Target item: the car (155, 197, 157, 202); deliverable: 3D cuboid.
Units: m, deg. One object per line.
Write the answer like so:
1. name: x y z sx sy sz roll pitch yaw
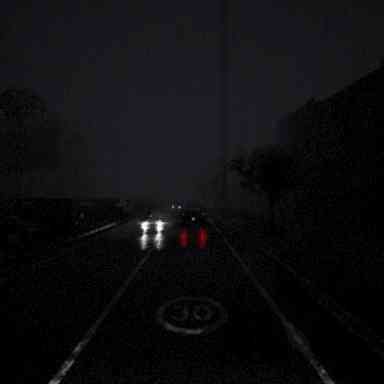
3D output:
1. car: -8.867 2.108 56.743 4.792 1.488 2.163 0 -1 0

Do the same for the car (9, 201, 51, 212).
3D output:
1. car: -21.956 1.951 45.184 4.674 1.452 2.002 0 -1 0

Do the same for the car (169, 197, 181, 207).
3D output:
1. car: -3.257 2.347 71.027 2.033 1.411 5.357 0 -1 0

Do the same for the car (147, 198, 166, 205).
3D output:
1. car: -8.967 2.368 84.775 4.553 1.767 2.185 0 -1 0

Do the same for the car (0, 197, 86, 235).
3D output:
1. car: -8.875 1.329 17.507 5.566 2.045 2.435 0 -1 0

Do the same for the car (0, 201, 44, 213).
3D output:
1. car: -21.950 1.875 42.524 5.008 1.535 2.097 0 -1 0

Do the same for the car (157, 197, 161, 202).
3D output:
1. car: -8.898 2.161 62.349 5.008 1.535 2.097 0 -1 0

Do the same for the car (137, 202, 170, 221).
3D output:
1. car: -3.350 1.812 29.389 1.994 1.385 4.181 0 -1 0

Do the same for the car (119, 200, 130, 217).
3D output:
1. car: -8.854 1.739 31.519 5.008 1.535 2.097 0 -1 0

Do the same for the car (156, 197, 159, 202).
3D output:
1. car: -8.870 2.149 59.546 4.792 1.488 2.163 0 -1 0

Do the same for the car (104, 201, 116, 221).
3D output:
1. car: -8.847 1.676 25.913 4.892 1.521 2.231 0 -1 0

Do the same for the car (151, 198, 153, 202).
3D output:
1. car: -8.917 2.025 51.137 4.792 1.488 2.163 0 -1 0

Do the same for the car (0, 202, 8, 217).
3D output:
1. car: -21.913 1.802 34.169 4.792 1.488 2.163 0 -1 0

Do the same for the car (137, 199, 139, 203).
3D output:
1. car: -8.863 1.806 37.130 4.892 1.521 2.231 0 -1 0

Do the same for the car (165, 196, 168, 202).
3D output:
1. car: -8.896 2.118 76.368 5.566 2.045 2.435 0 -1 0

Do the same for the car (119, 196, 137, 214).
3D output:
1. car: -8.892 1.521 34.326 5.566 2.045 2.435 0 -1 0

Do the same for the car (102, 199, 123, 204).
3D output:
1. car: -22.213 2.609 92.627 5.366 1.575 1.946 0 -1 0

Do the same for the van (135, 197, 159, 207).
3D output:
1. van: -8.791 1.977 65.156 4.442 1.987 1.878 0 -1 0

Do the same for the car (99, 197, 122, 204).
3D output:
1. car: -22.052 2.320 89.855 5.566 2.045 2.435 0 -1 0

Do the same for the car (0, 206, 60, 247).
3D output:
1. car: -8.853 1.553 14.700 4.892 1.521 2.231 0 -1 0

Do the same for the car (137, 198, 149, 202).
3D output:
1. car: -8.874 1.913 45.535 5.008 1.535 2.097 0 -1 0

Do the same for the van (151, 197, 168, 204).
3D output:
1. van: -9.065 2.393 93.185 4.442 1.987 1.878 0 -1 0

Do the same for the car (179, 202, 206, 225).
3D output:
1. car: 0.097 1.732 25.814 1.812 1.442 4.674 0 0 0

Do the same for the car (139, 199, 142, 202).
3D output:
1. car: -8.842 1.869 39.927 4.792 1.488 2.163 0 -1 0

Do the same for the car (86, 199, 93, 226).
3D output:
1. car: -8.816 1.484 20.307 4.553 1.767 2.185 0 -1 0

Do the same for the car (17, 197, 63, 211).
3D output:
1. car: -21.934 1.701 48.095 5.566 2.045 2.435 0 -1 0

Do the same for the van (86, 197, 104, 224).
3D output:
1. van: -8.734 1.416 23.112 4.442 1.987 1.878 0 -1 0

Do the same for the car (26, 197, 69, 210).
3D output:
1. car: -21.938 1.740 50.757 5.566 2.045 2.435 0 -1 0

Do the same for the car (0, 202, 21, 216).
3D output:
1. car: -21.976 1.834 36.954 4.792 1.488 2.163 0 -1 0

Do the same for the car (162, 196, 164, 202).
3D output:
1. car: -8.884 2.161 70.760 4.553 1.767 2.185 0 -1 0

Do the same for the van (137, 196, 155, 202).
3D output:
1. van: -8.775 1.811 53.944 4.442 1.987 1.878 0 -1 0

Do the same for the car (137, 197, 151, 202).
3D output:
1. car: -9.069 1.951 48.334 5.366 1.575 1.946 0 -1 0

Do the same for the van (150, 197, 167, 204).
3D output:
1. van: -9.061 2.351 90.382 4.442 1.987 1.878 0 -1 0

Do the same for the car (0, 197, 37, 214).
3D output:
1. car: -21.923 1.587 39.741 5.566 2.045 2.435 0 -1 0

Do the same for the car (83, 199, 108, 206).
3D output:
1. car: -22.009 2.366 75.974 4.892 1.521 2.231 0 -1 0

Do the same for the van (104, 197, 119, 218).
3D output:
1. van: -8.972 1.481 28.718 4.442 1.987 1.878 0 -1 0
